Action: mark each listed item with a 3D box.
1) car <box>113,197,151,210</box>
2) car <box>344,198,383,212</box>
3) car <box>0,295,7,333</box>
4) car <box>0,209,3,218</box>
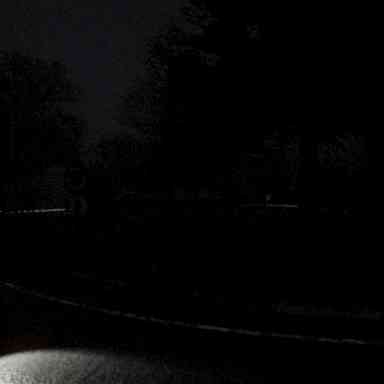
[{"bbox_3d":[-6.317,0.955,31.436,5.008,1.535,1.882,-1,1,-37],"label":"car"},{"bbox_3d":[16.380,1.226,29.945,1.895,1.301,4.718,0,2,-42],"label":"car"},{"bbox_3d":[-4.676,1.449,5.092,4.181,1.385,1.994,1,1,36],"label":"car"},{"bbox_3d":[-12.295,1.238,17.863,1.895,1.301,4.718,0,1,-1],"label":"car"}]
